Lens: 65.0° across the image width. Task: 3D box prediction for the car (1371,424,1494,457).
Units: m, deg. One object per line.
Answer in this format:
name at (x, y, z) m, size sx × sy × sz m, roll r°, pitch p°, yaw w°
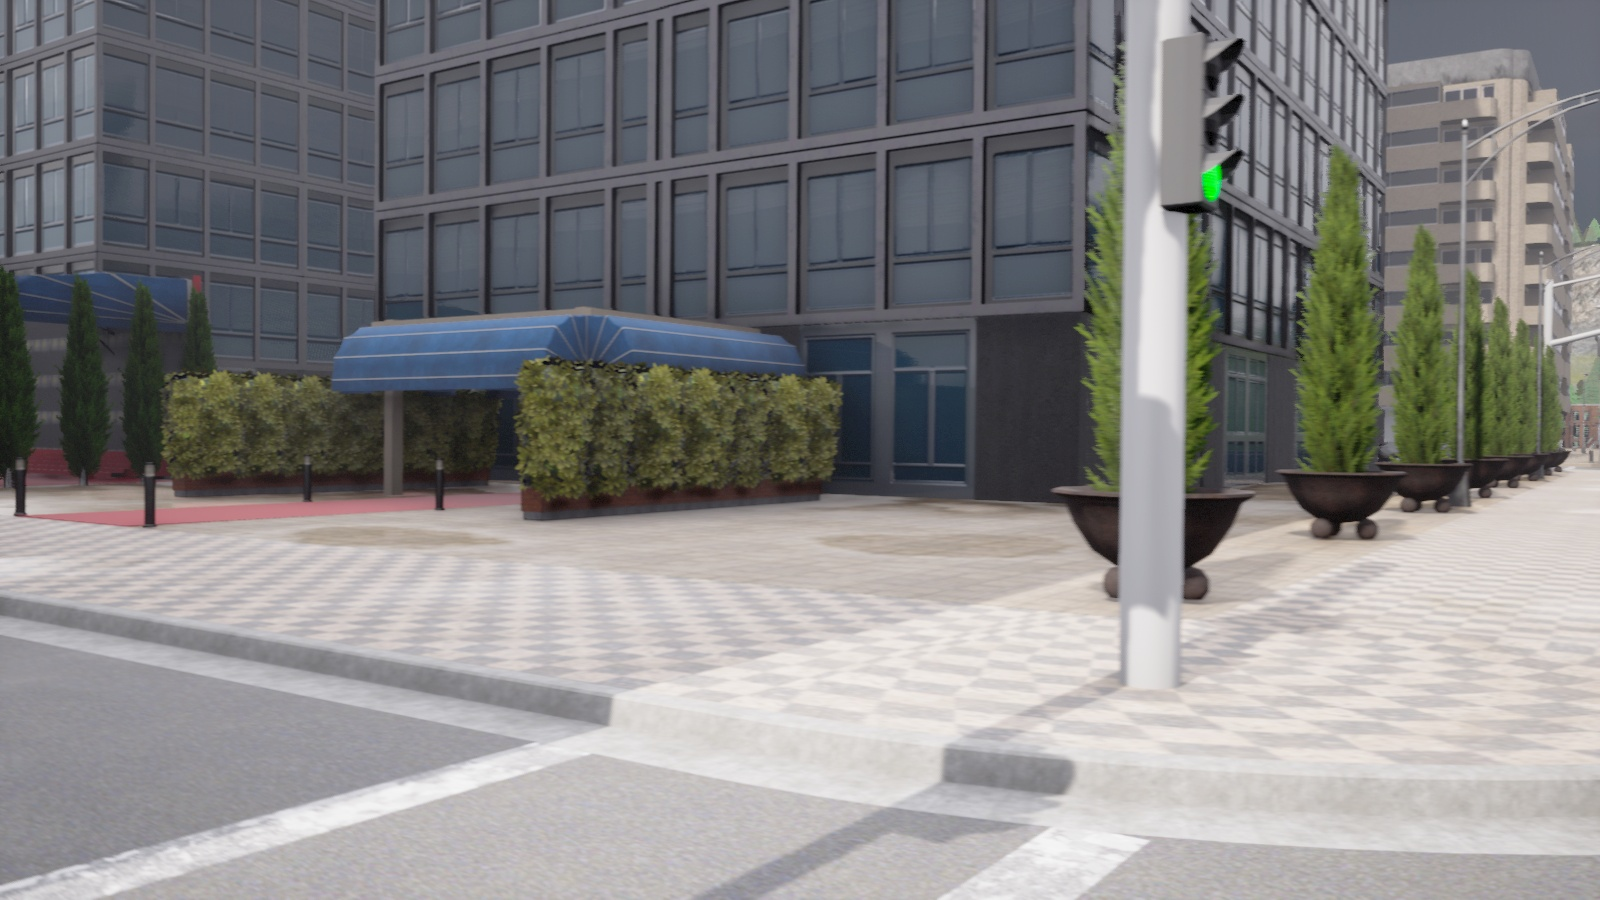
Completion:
car at (29.794, -0.446, 59.189) m, size 4.902 × 1.511 × 2.128 m, roll 0°, pitch 1°, yaw 34°
